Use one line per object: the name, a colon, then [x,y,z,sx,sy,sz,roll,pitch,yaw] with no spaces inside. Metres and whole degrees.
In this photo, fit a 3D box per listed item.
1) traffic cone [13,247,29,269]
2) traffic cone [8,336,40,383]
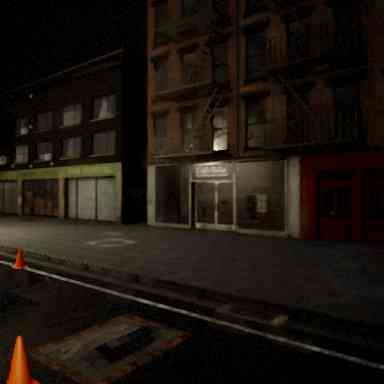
traffic cone: [-5.018,1.906,9.747,0.340,0.580,0.340,0,0,36]
traffic cone: [-1.955,1.937,3.779,0.340,0.580,0.340,0,0,36]
